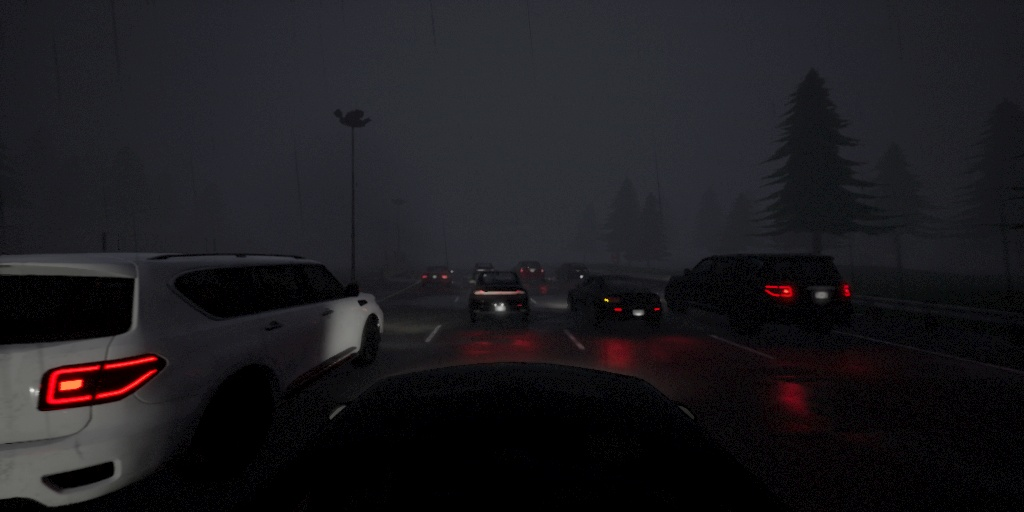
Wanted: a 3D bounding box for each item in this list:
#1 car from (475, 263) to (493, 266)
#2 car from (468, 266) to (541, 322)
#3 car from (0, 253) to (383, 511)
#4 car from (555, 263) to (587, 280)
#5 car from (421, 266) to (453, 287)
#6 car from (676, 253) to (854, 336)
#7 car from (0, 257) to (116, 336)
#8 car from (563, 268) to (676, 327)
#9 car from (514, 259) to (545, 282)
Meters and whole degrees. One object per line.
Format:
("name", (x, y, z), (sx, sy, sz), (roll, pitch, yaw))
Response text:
("car", (-2.403, 1.313, 29.974), (2.128, 1.511, 4.902), (0, 0, -8))
("car", (-0.483, 1.267, 12.514), (2.128, 1.511, 4.902), (0, 0, -4))
("car", (-3.585, 0.996, 4.817), (2.150, 2.045, 5.566), (0, 0, -2))
("car", (4.819, 1.289, 28.964), (1.837, 1.490, 4.892), (0, 0, -8))
("car", (-5.200, 1.372, 25.079), (2.033, 1.411, 5.357), (0, 0, -7))
("car", (6.669, 0.958, 10.567), (2.150, 2.045, 5.566), (0, 0, -3))
("car", (-14.456, 1.061, 9.425), (2.150, 2.045, 5.566), (0, 0, -3))
("car", (3.093, 1.281, 11.460), (1.812, 1.442, 4.674), (0, 0, -3))
("car", (1.244, 1.154, 29.176), (2.097, 1.767, 4.553), (0, 0, -8))
